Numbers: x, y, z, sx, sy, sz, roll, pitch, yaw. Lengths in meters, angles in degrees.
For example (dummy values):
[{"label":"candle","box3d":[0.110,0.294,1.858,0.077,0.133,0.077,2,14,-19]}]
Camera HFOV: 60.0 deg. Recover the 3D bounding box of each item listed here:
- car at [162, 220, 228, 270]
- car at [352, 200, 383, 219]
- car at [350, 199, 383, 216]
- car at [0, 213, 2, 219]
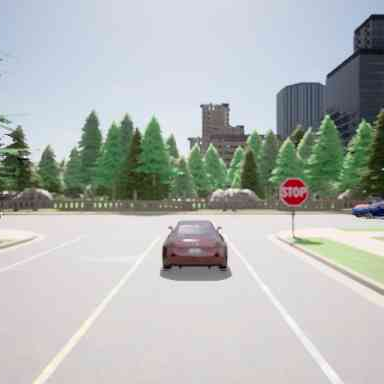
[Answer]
[{"label":"car","box3d":[0.100,1.626,11.272,1.994,1.385,4.181,0,0,0]},{"label":"car","box3d":[17.553,1.688,31.002,5.008,1.535,1.882,0,0,-2]},{"label":"car","box3d":[19.240,1.582,34.564,4.553,1.767,2.097,0,0,-2]},{"label":"car","box3d":[-17.471,1.702,26.037,4.674,1.442,1.812,0,0,-2]}]
